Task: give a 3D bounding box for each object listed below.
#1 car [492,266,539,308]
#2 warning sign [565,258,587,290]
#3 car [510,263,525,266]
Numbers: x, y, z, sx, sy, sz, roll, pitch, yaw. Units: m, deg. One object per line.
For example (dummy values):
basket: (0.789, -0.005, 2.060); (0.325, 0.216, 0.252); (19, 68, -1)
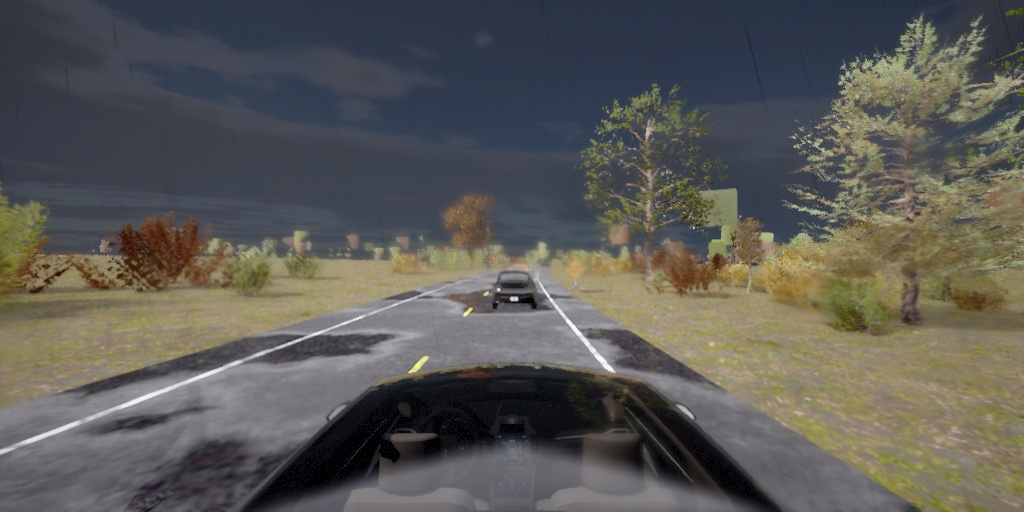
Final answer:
car: (0.140, 1.400, 16.065); (1.837, 1.490, 4.892); (0, 0, 1)
warning sign: (3.824, 1.061, 21.432); (1.300, 1.860, 1.060); (0, 0, 2)
car: (0.649, 1.528, 31.197); (1.882, 1.535, 5.008); (0, 0, 3)
